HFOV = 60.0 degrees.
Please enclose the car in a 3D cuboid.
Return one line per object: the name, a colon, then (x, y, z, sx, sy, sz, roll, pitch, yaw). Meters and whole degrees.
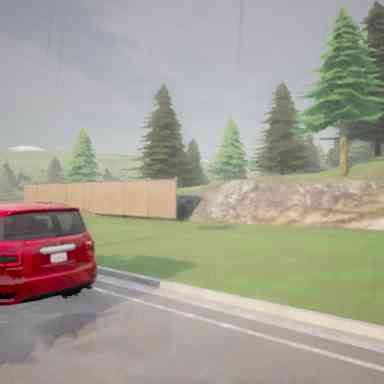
car: (-4.467, 1.243, 7.454, 5.566, 2.045, 2.150, 0, 0, 37)
